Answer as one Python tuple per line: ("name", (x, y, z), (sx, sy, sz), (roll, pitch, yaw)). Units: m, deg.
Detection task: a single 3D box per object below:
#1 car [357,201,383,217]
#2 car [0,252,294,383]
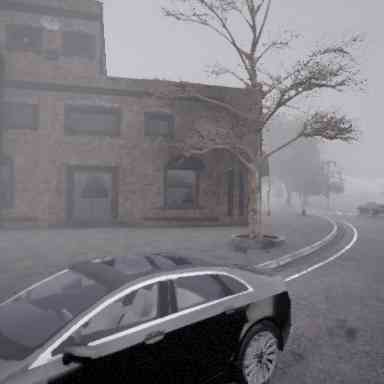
("car", (17.961, 1.650, 32.812), (1.837, 1.490, 4.892), (1, -1, 5))
("car", (-0.855, 1.526, 3.640), (4.902, 1.511, 2.128), (0, 0, -40))
